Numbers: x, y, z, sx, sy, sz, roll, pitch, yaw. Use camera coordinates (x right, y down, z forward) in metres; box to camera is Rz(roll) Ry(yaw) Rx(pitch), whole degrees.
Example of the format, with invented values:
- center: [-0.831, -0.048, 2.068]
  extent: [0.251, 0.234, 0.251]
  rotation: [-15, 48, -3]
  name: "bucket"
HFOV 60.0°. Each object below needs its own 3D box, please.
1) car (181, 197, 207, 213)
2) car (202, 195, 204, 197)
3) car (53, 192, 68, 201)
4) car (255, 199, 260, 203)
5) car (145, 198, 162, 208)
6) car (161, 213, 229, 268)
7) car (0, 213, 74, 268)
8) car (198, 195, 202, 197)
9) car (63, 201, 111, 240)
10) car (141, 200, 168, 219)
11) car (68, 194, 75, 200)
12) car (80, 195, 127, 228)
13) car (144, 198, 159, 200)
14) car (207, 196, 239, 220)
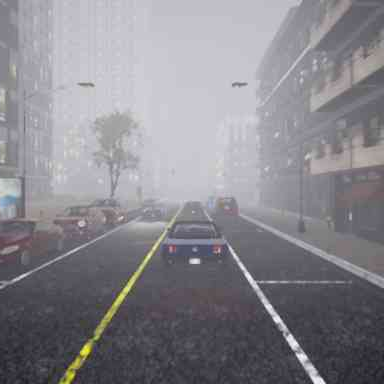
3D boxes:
- center: [0.090, 1.467, 29.424]
  extent: [1.882, 1.535, 5.008]
  rotation: [0, 0, 0]
  name: "car"
- center: [2.679, 1.427, 44.466]
  extent: [1.967, 1.590, 4.097]
  rotation: [0, 0, 0]
  name: "car"
- center: [-27.381, 0.825, 64.290]
  extent: [5.009, 1.841, 2.192]
  rotation: [1, -1, -1]
  name: "car"
- center: [16.014, 1.747, 73.167]
  extent: [4.097, 1.590, 1.967]
  rotation: [1, -1, -1]
  name: "car"
- center: [-5.701, 1.552, 49.710]
  extent: [1.947, 1.339, 4.313]
  rotation: [0, 0, 0]
  name: "car"
- center: [0.090, 1.595, 11.274]
  extent: [1.895, 1.301, 4.718]
  rotation: [0, 0, 0]
  name: "car"
- center: [-5.694, 1.576, 11.158]
  extent: [1.802, 1.307, 4.206]
  rotation: [0, 0, 0]
  name: "car"
- center: [2.672, 1.556, 89.357]
  extent: [1.947, 1.339, 4.313]
  rotation: [0, 0, 0]
  name: "car"
- center: [-5.696, 1.432, 16.709]
  extent: [1.967, 1.590, 4.097]
  rotation: [0, 0, 0]
  name: "car"
- center: [-3.106, 1.590, 28.664]
  extent: [1.895, 1.301, 4.718]
  rotation: [0, 0, 0]
  name: "car"
- center: [-27.490, 1.050, 72.665]
  extent: [4.313, 1.339, 1.947]
  rotation: [1, -1, -1]
  name: "car"
- center: [-5.697, 1.305, 22.260]
  extent: [2.192, 1.841, 5.009]
  rotation: [0, 0, 0]
  name: "car"
- center: [-5.700, 1.552, 44.464]
  extent: [1.947, 1.339, 4.313]
  rotation: [0, 0, 0]
  name: "car"
- center: [2.682, 1.305, 27.813]
  extent: [2.192, 1.841, 5.009]
  rotation: [0, 0, 0]
  name: "car"
